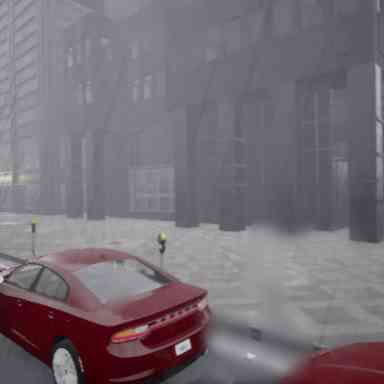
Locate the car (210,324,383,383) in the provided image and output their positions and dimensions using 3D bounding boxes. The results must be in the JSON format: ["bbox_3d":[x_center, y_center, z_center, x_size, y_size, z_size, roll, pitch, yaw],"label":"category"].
[{"bbox_3d":[2.456,1.481,1.292,4.507,1.381,1.887,-1,1,41],"label":"car"}]

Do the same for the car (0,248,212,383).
[{"bbox_3d":[-1.770,1.538,5.021,4.507,1.381,1.887,-1,1,41],"label":"car"}]
